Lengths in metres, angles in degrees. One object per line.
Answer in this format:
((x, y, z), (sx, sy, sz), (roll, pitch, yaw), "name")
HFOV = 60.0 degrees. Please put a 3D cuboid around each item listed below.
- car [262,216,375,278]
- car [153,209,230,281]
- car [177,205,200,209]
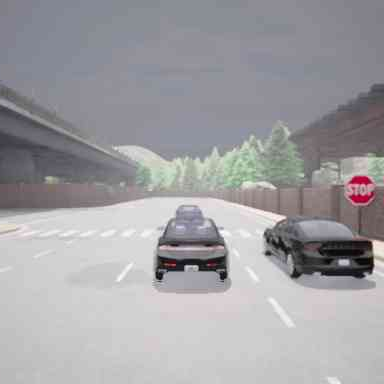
((3.476, 1.459, 10.103), (1.882, 1.535, 5.008), (0, 0, 0), "car")
((-0.025, 1.473, 9.797), (2.128, 1.511, 4.902), (0, 0, 0), "car")
((-0.220, 1.508, 21.105), (2.033, 1.411, 5.357), (0, 0, -2), "car")
